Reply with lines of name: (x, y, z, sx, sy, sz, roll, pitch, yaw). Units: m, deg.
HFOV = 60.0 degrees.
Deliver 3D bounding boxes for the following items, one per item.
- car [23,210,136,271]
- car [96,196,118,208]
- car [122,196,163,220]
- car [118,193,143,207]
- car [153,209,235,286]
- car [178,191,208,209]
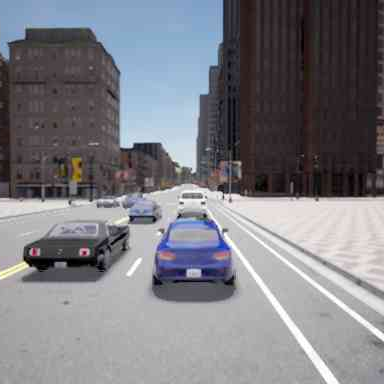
car: (-3.200, 1.473, 10.355, 1.895, 1.301, 4.718, 0, 1, 0)
car: (-9.843, 1.154, 39.169, 1.895, 1.301, 4.718, 0, 1, 0)
car: (-3.224, 1.268, 23.694, 2.033, 1.411, 5.357, 0, 1, 0)
car: (-6.597, 0.916, 37.989, 2.097, 1.767, 4.553, 0, 1, 0)
car: (0.040, 1.415, 8.905, 1.812, 1.442, 4.674, 0, 1, 0)
car: (0.046, 0.914, 26.262, 2.150, 2.045, 5.566, 0, 1, 0)
